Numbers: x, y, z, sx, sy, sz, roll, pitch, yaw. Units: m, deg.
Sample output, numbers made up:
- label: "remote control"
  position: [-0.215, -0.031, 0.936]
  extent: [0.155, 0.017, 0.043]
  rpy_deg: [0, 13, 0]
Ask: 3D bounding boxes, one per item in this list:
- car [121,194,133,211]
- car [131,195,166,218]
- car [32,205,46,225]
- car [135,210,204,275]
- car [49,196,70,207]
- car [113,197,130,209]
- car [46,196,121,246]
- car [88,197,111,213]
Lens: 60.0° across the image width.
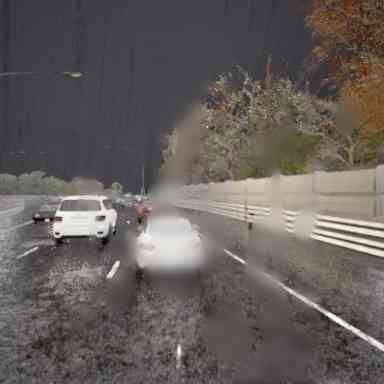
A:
- label: "car"
  position: [-7.726, 1.403, 39.888]
  extent: [2.128, 1.511, 4.902]
  rpy_deg: [0, 0, -19]
- label: "car"
  position: [-3.320, 1.290, 25.774]
  extent: [2.097, 1.767, 4.553]
  rpy_deg: [0, 0, -13]
- label: "car"
  position: [-10.026, 1.566, 24.033]
  extent: [1.895, 1.301, 4.718]
  rpy_deg: [0, 0, -13]
- label: "car"
  position: [-0.716, 1.498, 10.336]
  extent: [1.812, 1.442, 4.674]
  rpy_deg: [0, 0, -5]
- label: "car"
  position: [-19.971, 1.417, 49.989]
  extent: [2.128, 1.511, 4.902]
  rpy_deg: [0, 0, -31]
- label: "car"
  position: [-9.762, 1.428, 45.725]
  extent: [1.812, 1.442, 4.674]
  rpy_deg: [0, 0, -19]
- label: "car"
  position: [-4.743, 1.193, 15.443]
  extent: [2.150, 2.045, 5.566]
  rpy_deg: [0, 0, -8]
- label: "car"
  position: [-10.453, 1.420, 37.328]
  extent: [2.128, 1.511, 4.902]
  rpy_deg: [0, 0, -20]
